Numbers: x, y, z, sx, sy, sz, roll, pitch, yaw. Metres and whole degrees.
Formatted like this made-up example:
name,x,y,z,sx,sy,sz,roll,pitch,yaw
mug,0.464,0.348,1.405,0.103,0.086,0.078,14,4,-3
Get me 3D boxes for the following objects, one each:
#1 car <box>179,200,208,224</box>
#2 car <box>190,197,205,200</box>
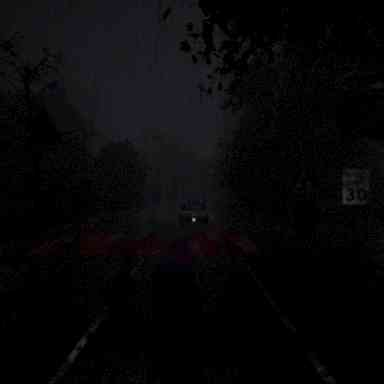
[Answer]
name,x,y,z,sx,sy,sz,roll,pitch,yaw
car,0.133,1.465,23.503,1.895,1.301,4.718,0,1,0
car,0.670,1.233,41.175,1.895,1.301,4.718,0,0,4
